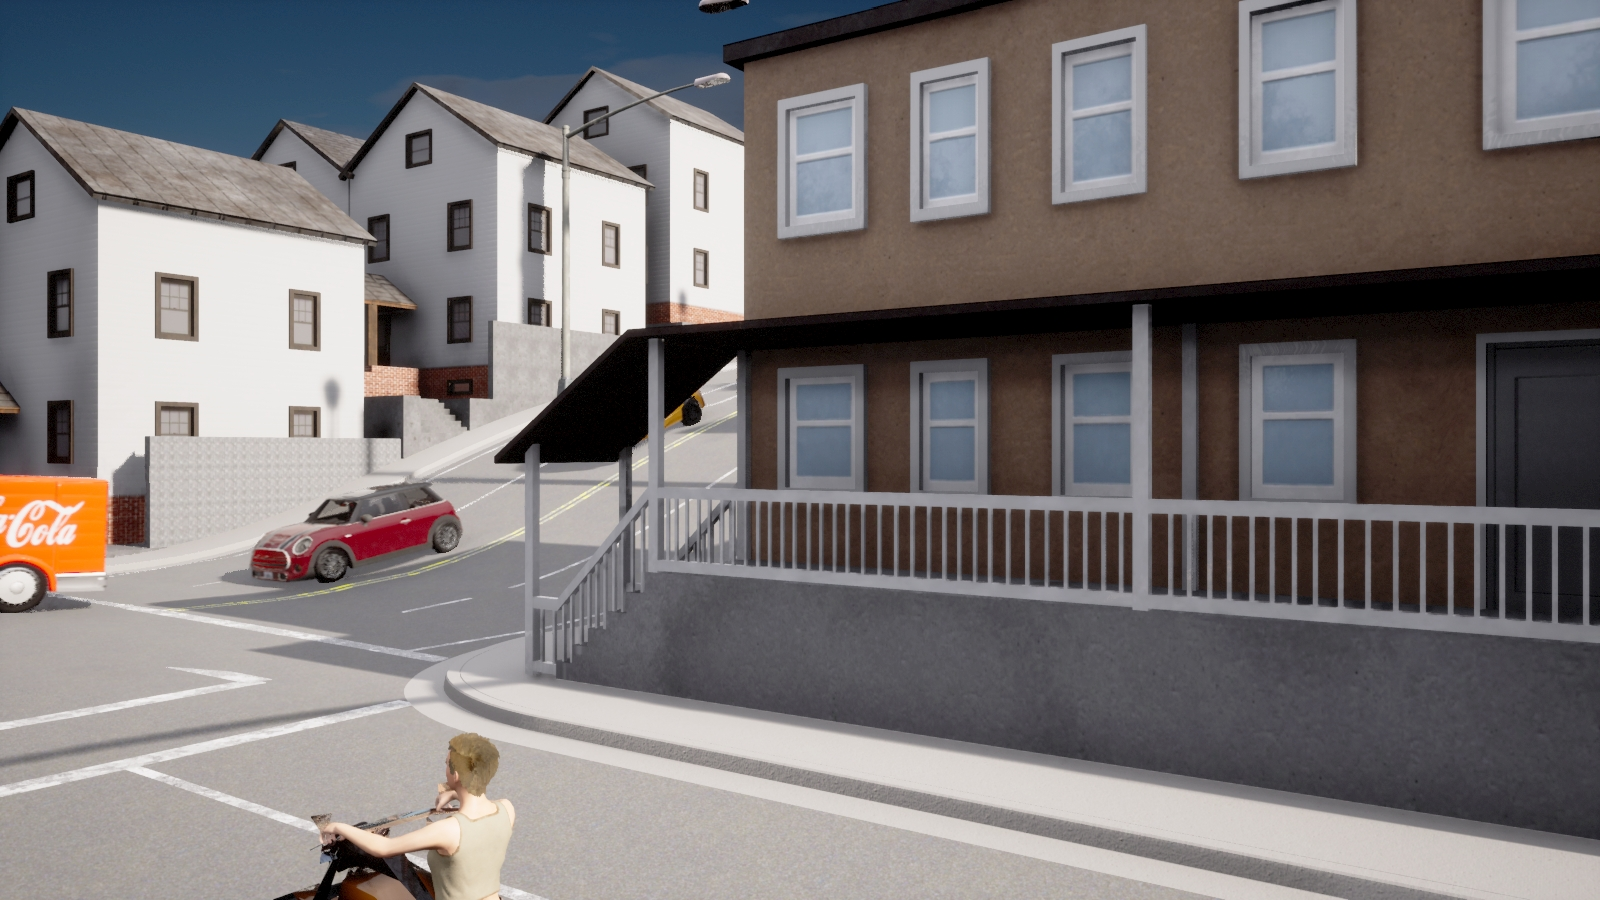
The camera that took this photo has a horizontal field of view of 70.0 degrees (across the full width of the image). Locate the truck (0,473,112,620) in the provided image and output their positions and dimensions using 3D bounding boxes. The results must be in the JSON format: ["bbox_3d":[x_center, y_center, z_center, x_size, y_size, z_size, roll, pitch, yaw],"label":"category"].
[{"bbox_3d":[-15.237,1.625,19.763,5.204,2.467,2.627,3,-2,-43],"label":"truck"}]

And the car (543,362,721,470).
[{"bbox_3d":[-4.804,-1.063,33.462,2.152,1.651,5.027,0,19,34],"label":"car"}]

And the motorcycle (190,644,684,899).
[{"bbox_3d":[-1.647,1.905,4.943,2.356,1.802,0.764,0,0,35],"label":"motorcycle"}]

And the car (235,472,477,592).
[{"bbox_3d":[-9.894,1.726,25.821,2.097,1.767,4.553,0,8,34],"label":"car"}]
